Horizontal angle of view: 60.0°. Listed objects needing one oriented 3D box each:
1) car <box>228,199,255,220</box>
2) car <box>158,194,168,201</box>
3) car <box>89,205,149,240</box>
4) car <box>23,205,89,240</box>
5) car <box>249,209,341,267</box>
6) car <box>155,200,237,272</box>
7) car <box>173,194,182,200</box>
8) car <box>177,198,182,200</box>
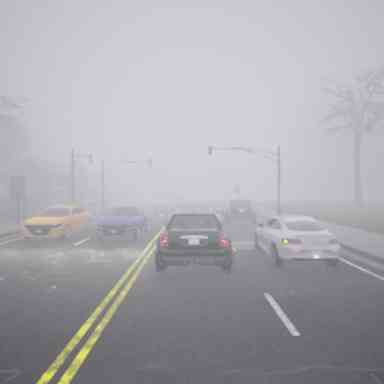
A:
[{"bbox_3d":[3.312,1.262,24.240,2.097,1.767,4.553,0,0,0],"label":"car"},{"bbox_3d":[-6.489,1.213,75.189,2.128,1.511,4.902,0,0,0],"label":"car"},{"bbox_3d":[-3.329,1.414,16.712,1.882,1.535,5.008,0,0,0],"label":"car"},{"bbox_3d":[-6.578,1.414,16.796,1.882,1.535,5.008,0,0,0],"label":"car"},{"bbox_3d":[3.320,1.484,11.173,1.812,1.442,4.674,0,0,0],"label":"car"},{"bbox_3d":[0.068,1.311,10.843,2.097,1.767,4.553,0,0,0],"label":"car"},{"bbox_3d":[-3.239,1.188,75.187,1.837,1.490,4.892,0,0,0],"label":"car"},{"bbox_3d":[0.046,1.393,22.397,1.882,1.535,5.008,0,0,0],"label":"car"}]
